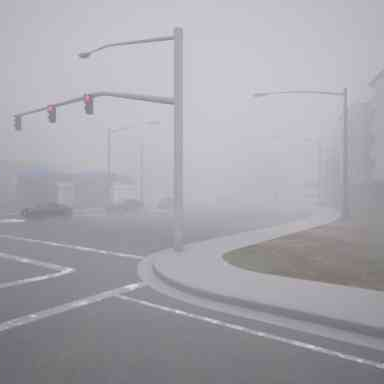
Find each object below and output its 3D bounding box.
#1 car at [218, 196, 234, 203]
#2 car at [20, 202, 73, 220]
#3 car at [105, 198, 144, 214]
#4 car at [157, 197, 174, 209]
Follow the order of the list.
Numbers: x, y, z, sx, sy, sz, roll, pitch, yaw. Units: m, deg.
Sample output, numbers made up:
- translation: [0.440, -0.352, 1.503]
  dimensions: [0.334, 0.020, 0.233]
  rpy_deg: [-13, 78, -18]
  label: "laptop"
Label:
- translation: [7.097, 1.486, 69.358]
  dimensions: [2.128, 1.511, 4.902]
  rpy_deg: [0, 0, -18]
  label: "car"
- translation: [-12.411, 1.561, 28.572]
  dimensions: [1.994, 1.385, 4.181]
  rpy_deg: [0, 0, 36]
  label: "car"
- translation: [-7.239, 1.475, 36.058]
  dimensions: [1.882, 1.535, 5.008]
  rpy_deg: [0, 0, 30]
  label: "car"
- translation: [-3.198, 1.502, 45.314]
  dimensions: [1.837, 1.490, 4.892]
  rpy_deg: [0, 0, 15]
  label: "car"
